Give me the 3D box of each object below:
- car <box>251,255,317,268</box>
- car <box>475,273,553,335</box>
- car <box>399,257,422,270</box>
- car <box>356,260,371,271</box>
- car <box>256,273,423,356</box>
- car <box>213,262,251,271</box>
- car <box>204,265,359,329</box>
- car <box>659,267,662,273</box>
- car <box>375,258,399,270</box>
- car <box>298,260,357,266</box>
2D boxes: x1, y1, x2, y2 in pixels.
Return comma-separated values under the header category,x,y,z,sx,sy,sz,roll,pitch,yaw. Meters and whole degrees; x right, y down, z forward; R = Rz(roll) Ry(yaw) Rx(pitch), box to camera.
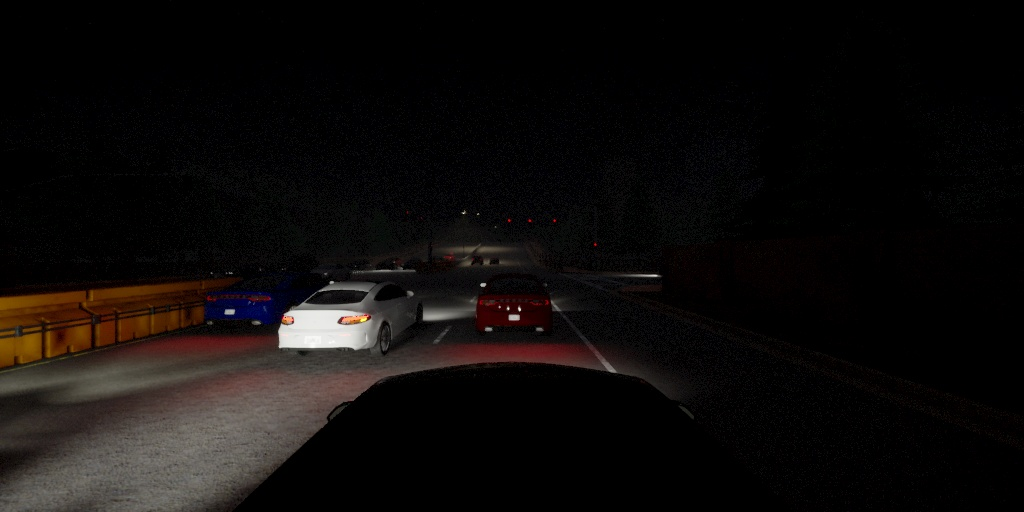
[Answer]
category,x,y,z,sx,sy,sz,roll,pitch,yaw
car,-17.657,0.971,28.723,2.150,2.045,5.566,0,0,0
car,0.056,1.228,10.499,1.882,1.535,5.008,0,0,0
car,-14.204,1.276,51.171,1.812,1.442,4.674,0,0,0
car,-21.198,1.255,49.847,1.837,1.490,4.892,0,0,0
car,-3.449,1.276,8.468,1.812,1.442,4.674,0,0,-1
car,-21.155,1.241,28.122,2.128,1.511,4.902,0,0,0
car,-6.942,1.228,11.306,1.882,1.535,5.008,0,0,0
car,17.273,1.314,36.498,4.181,1.385,1.994,0,0,0
car,-17.699,1.314,50.635,1.994,1.385,4.181,0,0,0
car,-14.155,1.276,27.873,1.812,1.442,4.674,0,0,0
